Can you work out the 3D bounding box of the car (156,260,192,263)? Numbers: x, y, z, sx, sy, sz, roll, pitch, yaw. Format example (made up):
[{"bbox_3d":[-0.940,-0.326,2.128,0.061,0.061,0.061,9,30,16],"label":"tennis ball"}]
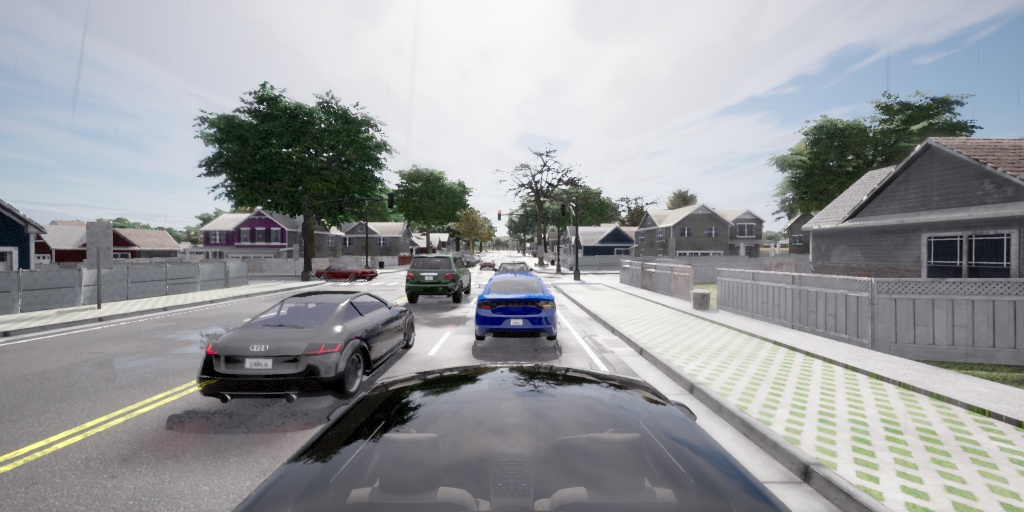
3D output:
[{"bbox_3d":[-27.112,1.171,29.385,4.553,1.767,2.097,-1,1,3],"label":"car"}]

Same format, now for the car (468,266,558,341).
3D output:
[{"bbox_3d":[0.087,1.212,9.897,1.882,1.535,5.008,0,0,0],"label":"car"}]

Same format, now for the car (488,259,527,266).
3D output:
[{"bbox_3d":[0.071,1.039,18.852,2.097,1.767,4.553,0,0,0],"label":"car"}]

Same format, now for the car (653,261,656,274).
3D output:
[{"bbox_3d":[12.668,1.091,32.544,4.718,1.301,1.895,0,1,1],"label":"car"}]

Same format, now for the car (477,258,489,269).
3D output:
[{"bbox_3d":[-3.133,1.040,47.072,1.895,1.301,4.718,0,1,-1],"label":"car"}]

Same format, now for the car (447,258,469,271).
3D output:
[{"bbox_3d":[-6.673,1.007,44.809,2.033,1.411,5.357,0,1,0],"label":"car"}]

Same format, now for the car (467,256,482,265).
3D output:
[{"bbox_3d":[-6.666,0.721,64.526,2.033,1.411,5.357,0,1,0],"label":"car"}]

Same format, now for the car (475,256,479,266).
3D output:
[{"bbox_3d":[-6.672,0.710,54.246,2.097,1.767,4.553,0,1,0],"label":"car"}]

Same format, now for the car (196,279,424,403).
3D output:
[{"bbox_3d":[-3.158,1.308,6.479,1.994,1.385,4.181,0,0,0],"label":"car"}]

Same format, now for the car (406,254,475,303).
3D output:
[{"bbox_3d":[-3.176,0.925,16.360,2.150,2.045,5.566,0,0,0],"label":"car"}]

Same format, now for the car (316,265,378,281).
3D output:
[{"bbox_3d":[-12.539,1.318,27.283,4.718,1.301,1.895,-1,-1,25],"label":"car"}]
